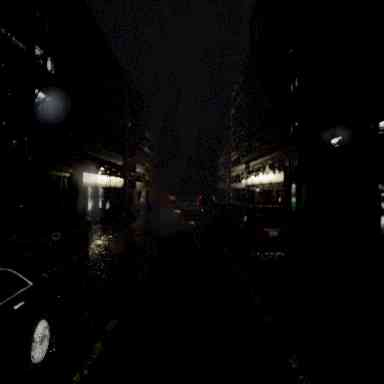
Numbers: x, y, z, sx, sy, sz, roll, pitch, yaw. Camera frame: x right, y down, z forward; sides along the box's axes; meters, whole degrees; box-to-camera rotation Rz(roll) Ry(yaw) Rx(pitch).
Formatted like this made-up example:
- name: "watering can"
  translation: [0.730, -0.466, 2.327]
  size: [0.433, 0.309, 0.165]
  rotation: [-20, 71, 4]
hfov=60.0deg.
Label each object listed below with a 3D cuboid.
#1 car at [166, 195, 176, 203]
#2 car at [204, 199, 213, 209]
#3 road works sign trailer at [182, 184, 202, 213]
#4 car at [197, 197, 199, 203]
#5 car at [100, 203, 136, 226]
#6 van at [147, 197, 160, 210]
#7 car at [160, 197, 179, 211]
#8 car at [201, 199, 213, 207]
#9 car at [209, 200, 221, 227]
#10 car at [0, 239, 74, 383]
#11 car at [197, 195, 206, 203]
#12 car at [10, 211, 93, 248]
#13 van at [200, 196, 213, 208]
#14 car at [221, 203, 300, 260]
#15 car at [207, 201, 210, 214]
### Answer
- name: "car"
  translation: [-5.346, 1.846, 86.440]
  size: [2.192, 1.841, 5.009]
  rotation: [-1, 0, 0]
- name: "car"
  translation: [2.548, 1.758, 35.398]
  size: [1.887, 1.381, 4.507]
  rotation: [-1, 0, 0]
- name: "road works sign trailer"
  translation: [-0.008, 0.708, 40.399]
  size: [2.380, 3.560, 2.880]
  rotation: [0, 0, 0]
- name: "car"
  translation: [2.539, 1.703, 63.720]
  size: [2.192, 1.841, 5.009]
  rotation: [-1, 0, 0]
- name: "car"
  translation: [-5.331, 1.585, 24.277]
  size: [1.967, 1.590, 4.097]
  rotation: [-1, 0, 0]
- name: "van"
  translation: [-5.337, 1.625, 46.881]
  size: [1.690, 1.788, 3.998]
  rotation: [-1, 0, 0]
- name: "car"
  translation: [-2.844, 1.800, 45.388]
  size: [1.812, 1.442, 4.674]
  rotation: [0, 0, 0]
- name: "car"
  translation: [2.544, 1.935, 58.054]
  size: [1.802, 1.307, 4.206]
  rotation: [-1, 0, 0]
- name: "car"
  translation: [2.553, 1.584, 24.070]
  size: [1.967, 1.590, 4.097]
  rotation: [-1, 0, 0]
- name: "car"
  translation: [-2.852, 1.523, 2.907]
  size: [1.837, 1.490, 4.892]
  rotation: [0, 0, 0]
- name: "car"
  translation: [2.534, 1.846, 86.377]
  size: [2.192, 1.841, 5.009]
  rotation: [-1, 0, 0]
- name: "car"
  translation: [-5.329, 1.517, 12.974]
  size: [1.967, 1.590, 4.097]
  rotation: [-1, 0, 0]
- name: "van"
  translation: [2.542, 1.659, 52.392]
  size: [1.690, 1.788, 3.998]
  rotation: [-1, 0, 0]
- name: "car"
  translation: [2.539, 1.391, 12.743]
  size: [2.192, 1.841, 5.009]
  rotation: [-1, 0, 0]
- name: "car"
  translation: [2.550, 1.761, 29.734]
  size: [1.802, 1.307, 4.206]
  rotation: [-1, 0, 0]
